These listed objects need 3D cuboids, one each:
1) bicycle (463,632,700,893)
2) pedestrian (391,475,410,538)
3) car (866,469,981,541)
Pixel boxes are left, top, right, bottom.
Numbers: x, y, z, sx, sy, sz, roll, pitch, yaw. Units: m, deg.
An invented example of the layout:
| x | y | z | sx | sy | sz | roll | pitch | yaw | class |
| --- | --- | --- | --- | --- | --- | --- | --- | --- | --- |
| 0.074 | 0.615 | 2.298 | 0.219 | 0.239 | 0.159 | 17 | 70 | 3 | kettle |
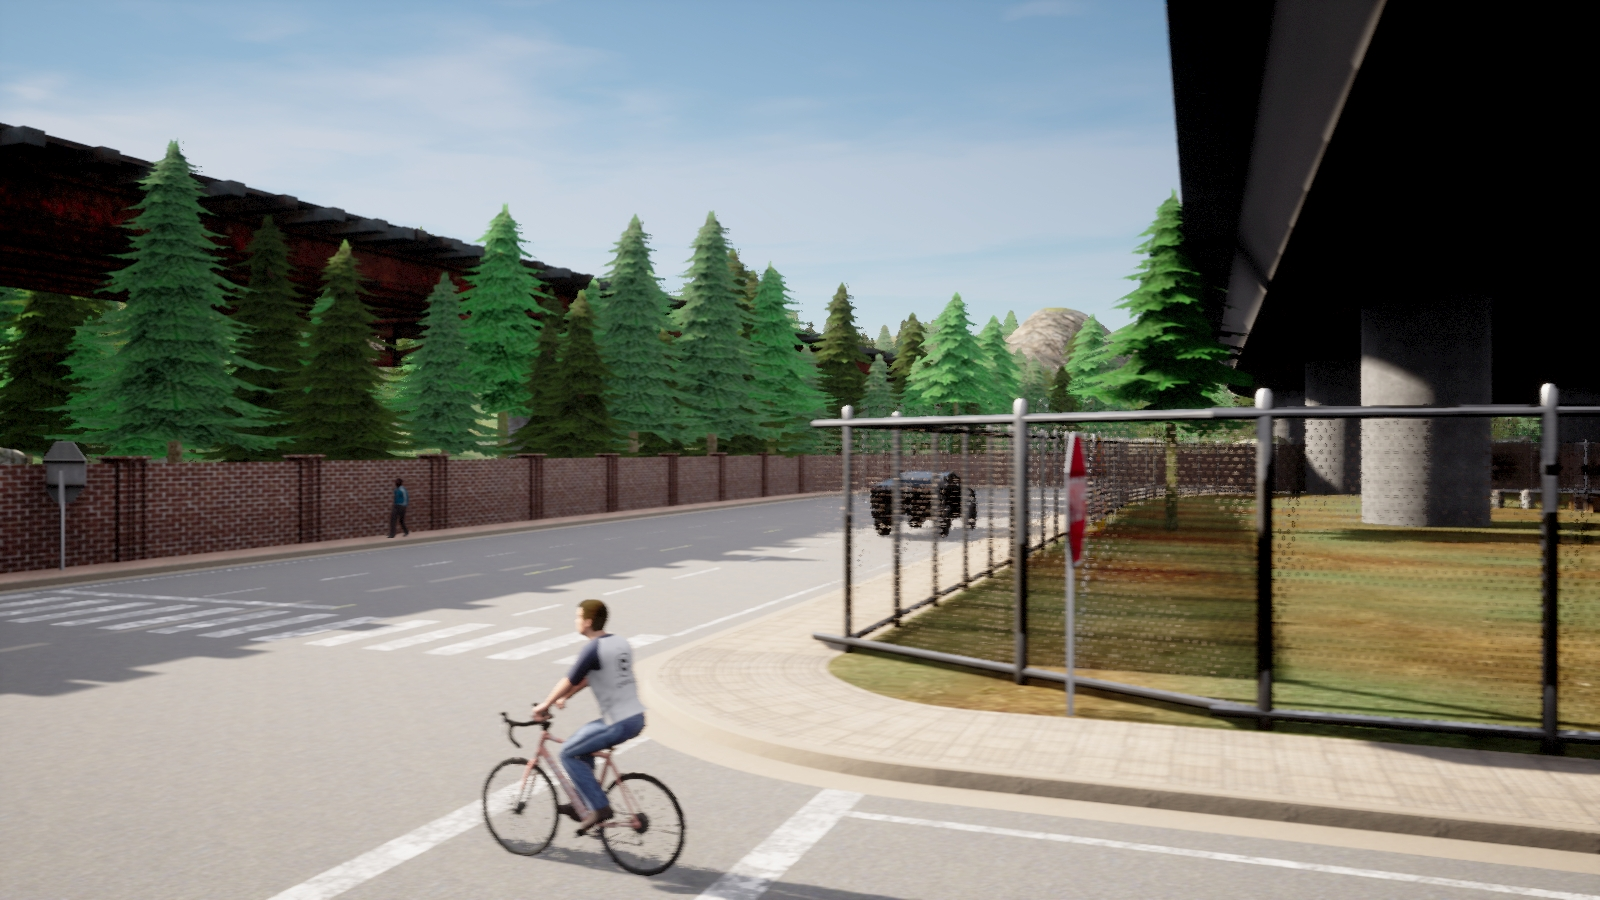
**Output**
| x | y | z | sx | sy | sz | roll | pitch | yaw | class |
| --- | --- | --- | --- | --- | --- | --- | --- | --- | --- |
| -1.492 | 2.056 | 7.717 | 1.643 | 1.496 | 0.373 | 0 | 0 | 23 | bicycle |
| -12.013 | 1.698 | 34.342 | 0.375 | 1.860 | 0.375 | 0 | 0 | 18 | pedestrian |
| 4.314 | 1.756 | 38.706 | 2.390 | 2.098 | 6.274 | 0 | 0 | 21 | car |
